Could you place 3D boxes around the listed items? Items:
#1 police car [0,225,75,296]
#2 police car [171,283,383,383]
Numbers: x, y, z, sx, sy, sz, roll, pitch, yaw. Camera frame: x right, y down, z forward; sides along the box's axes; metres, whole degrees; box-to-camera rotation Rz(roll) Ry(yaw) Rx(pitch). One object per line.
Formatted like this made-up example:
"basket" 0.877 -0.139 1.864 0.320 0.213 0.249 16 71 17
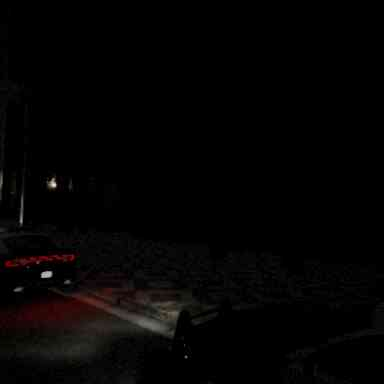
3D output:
"police car" -5.303 1.795 9.673 5.238 1.638 1.930 -1 -4 44
"police car" 1.934 1.616 2.772 5.238 1.638 1.930 -1 -4 44
